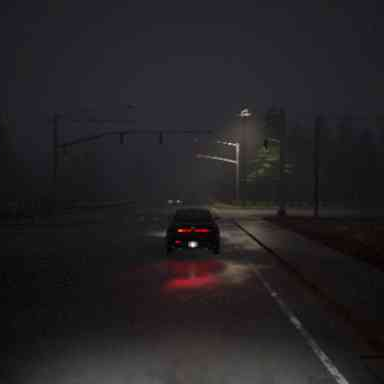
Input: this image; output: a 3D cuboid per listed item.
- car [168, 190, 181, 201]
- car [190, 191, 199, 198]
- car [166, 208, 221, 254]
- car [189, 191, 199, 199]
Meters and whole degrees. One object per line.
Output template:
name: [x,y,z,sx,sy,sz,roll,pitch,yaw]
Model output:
car: [-3.445,0.633,66.675,2.150,2.045,5.566,0,1,1]
car: [0.709,0.522,87.749,2.097,1.767,4.553,0,1,2]
car: [0.052,1.384,12.892,1.837,1.490,4.892,0,0,1]
car: [0.320,0.666,77.710,2.097,1.767,4.553,0,1,2]
